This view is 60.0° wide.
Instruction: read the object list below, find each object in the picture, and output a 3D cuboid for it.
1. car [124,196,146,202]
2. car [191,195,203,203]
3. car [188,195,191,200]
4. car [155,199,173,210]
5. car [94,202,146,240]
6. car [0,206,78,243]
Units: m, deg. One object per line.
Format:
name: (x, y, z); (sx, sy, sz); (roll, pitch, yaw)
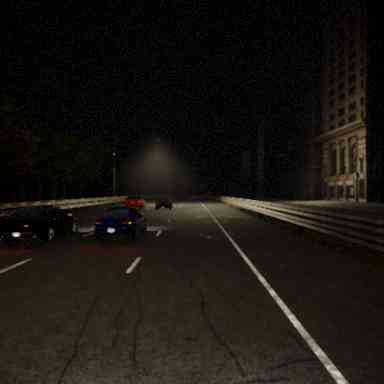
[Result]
car: (-6.869, 1.233, 40.299); (2.097, 1.767, 4.553); (0, 0, 0)
car: (1.281, 1.438, 68.576); (1.812, 1.442, 4.674); (0, 0, 0)
car: (0.071, 1.401, 87.026); (1.994, 1.385, 4.181); (0, 0, 0)
car: (-3.367, 1.483, 41.178); (1.895, 1.301, 4.718); (0, 0, 0)
car: (-3.388, 1.431, 16.235); (1.812, 1.442, 4.674); (0, 0, 0)
car: (-6.887, 1.414, 15.482); (1.837, 1.490, 4.892); (0, 0, 0)
